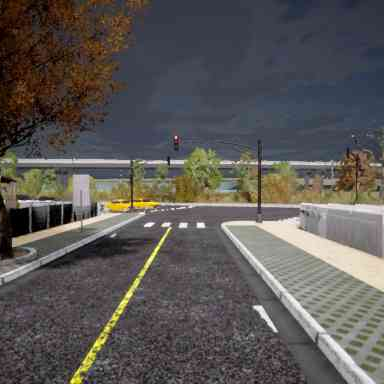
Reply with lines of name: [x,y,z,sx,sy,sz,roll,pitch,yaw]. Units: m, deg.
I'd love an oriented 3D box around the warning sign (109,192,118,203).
warning sign: [-14.245,0.995,60.261,1.060,1.860,1.300,2,1,36]

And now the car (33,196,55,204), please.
car: [-30.521,1.600,68.546,4.892,1.490,1.837,-1,2,36]

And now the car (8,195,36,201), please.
car: [-31.291,1.521,61.059,5.566,2.045,2.150,0,2,36]

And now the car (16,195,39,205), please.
car: [-32.664,1.577,66.083,4.553,1.767,2.097,-1,2,36]

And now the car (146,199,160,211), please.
car: [-6.397,1.559,42.865,5.008,1.535,1.882,0,2,36]

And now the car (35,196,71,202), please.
car: [-20.558,1.775,49.143,5.008,1.535,1.882,-1,2,36]

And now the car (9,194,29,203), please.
car: [-38.941,1.440,74.654,4.553,1.767,2.097,-1,2,36]

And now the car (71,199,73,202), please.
car: [-18.300,1.732,51.519,5.357,1.411,2.033,0,2,36]

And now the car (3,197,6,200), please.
car: [-40.869,1.720,72.048,4.902,1.511,2.128,-1,2,36]

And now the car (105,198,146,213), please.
car: [-8.410,1.670,40.296,5.008,1.535,1.882,0,2,36]
